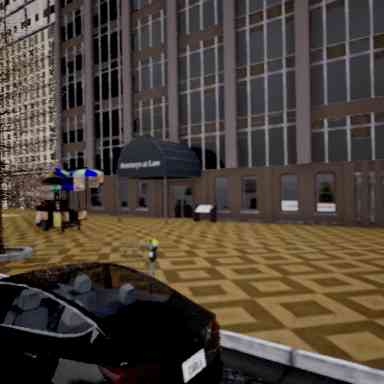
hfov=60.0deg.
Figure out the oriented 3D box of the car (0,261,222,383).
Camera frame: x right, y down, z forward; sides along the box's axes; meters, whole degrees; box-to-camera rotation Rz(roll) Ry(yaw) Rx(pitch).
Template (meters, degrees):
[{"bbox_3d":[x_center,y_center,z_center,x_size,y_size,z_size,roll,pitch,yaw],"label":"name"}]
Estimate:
[{"bbox_3d":[-1.705,1.556,4.059,4.313,1.339,1.947,0,0,34],"label":"car"}]
